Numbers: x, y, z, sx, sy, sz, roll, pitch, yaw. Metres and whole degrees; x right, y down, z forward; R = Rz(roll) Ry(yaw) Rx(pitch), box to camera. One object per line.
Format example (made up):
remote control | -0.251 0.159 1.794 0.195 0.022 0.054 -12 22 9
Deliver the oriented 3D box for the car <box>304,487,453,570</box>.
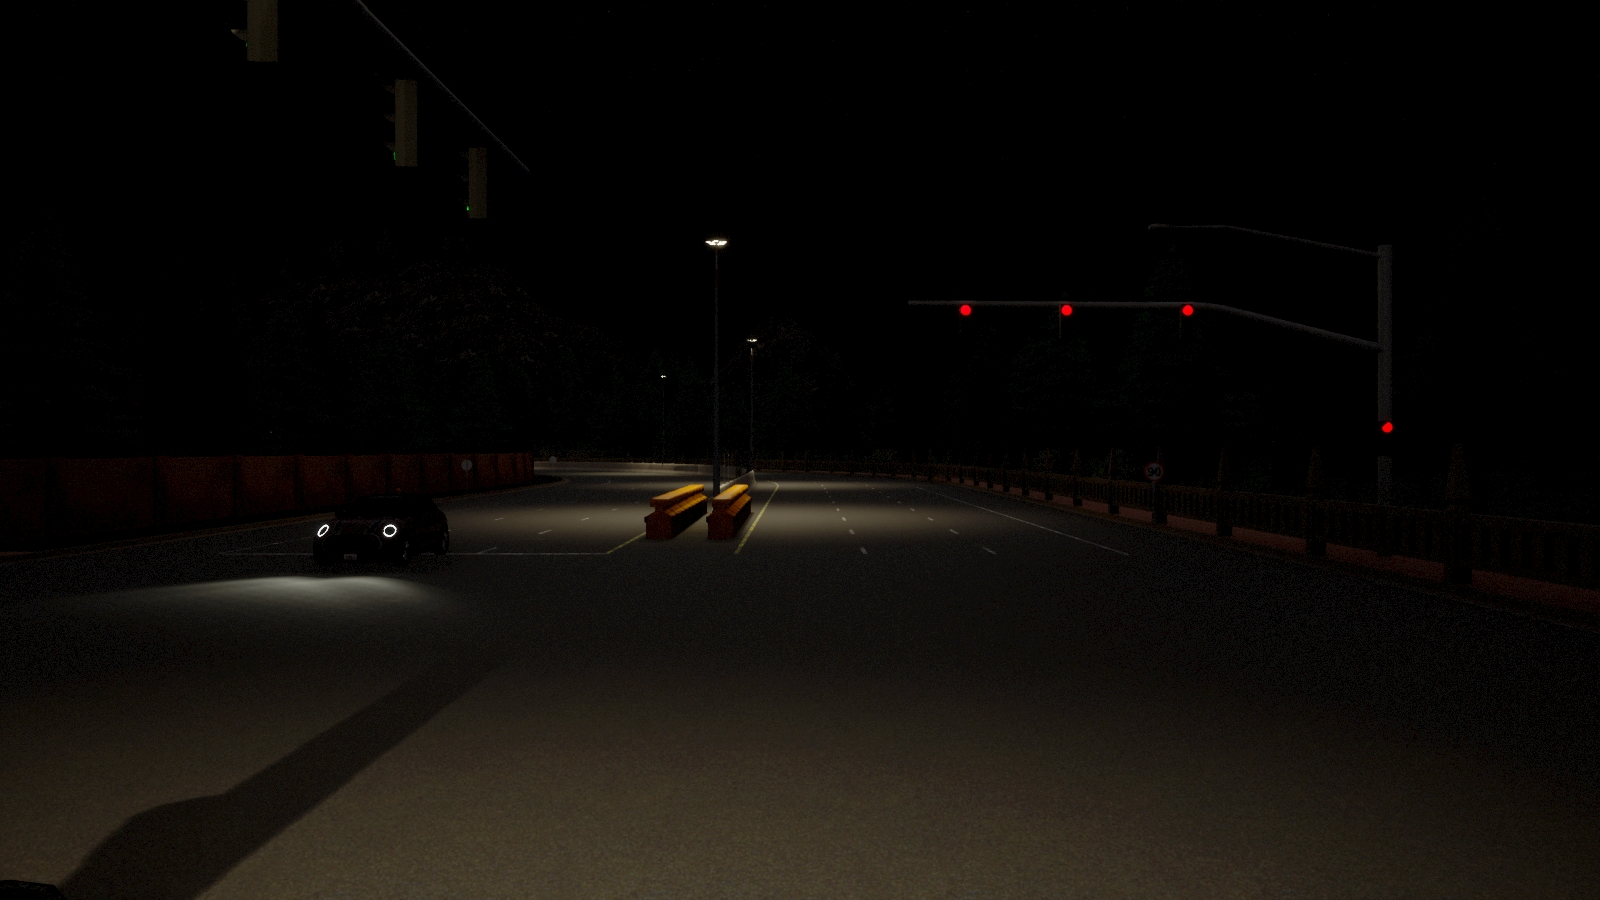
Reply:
car | -10.504 1.906 28.861 2.097 1.767 4.553 0 0 0
